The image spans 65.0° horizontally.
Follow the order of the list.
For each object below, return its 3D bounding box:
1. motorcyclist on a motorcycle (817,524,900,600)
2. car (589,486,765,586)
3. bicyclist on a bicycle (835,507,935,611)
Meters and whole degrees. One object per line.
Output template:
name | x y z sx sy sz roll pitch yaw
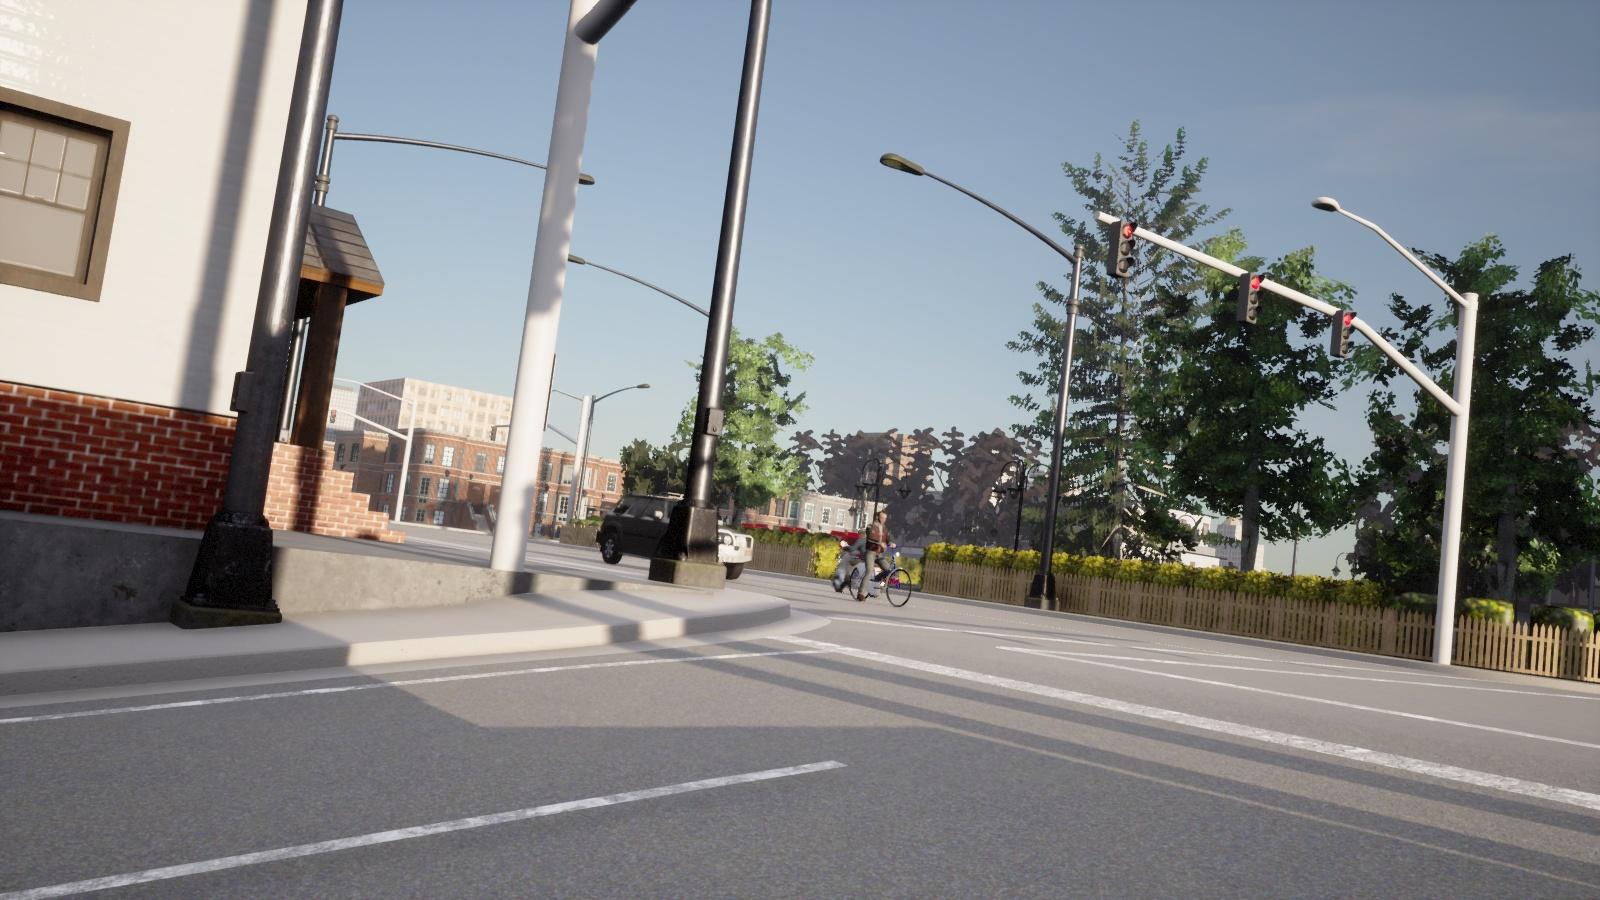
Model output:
motorcyclist on a motorcycle | 1.373 2.642 29.729 0.866 1.590 1.817 10 -6 -35
car | -3.027 1.998 29.980 1.932 1.855 4.605 10 -5 -35
bicyclist on a bicycle | 1.567 2.015 23.498 0.659 1.776 1.843 10 -7 -35
